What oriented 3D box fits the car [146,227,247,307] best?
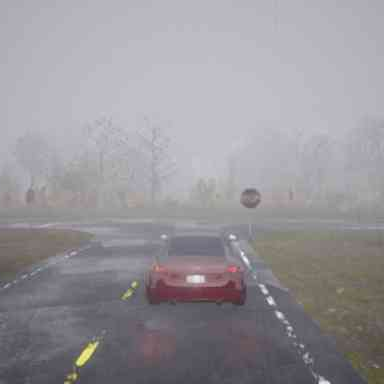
[{"bbox_3d":[0.140,1.529,7.999,1.994,1.385,4.181,0,0,2],"label":"car"}]
